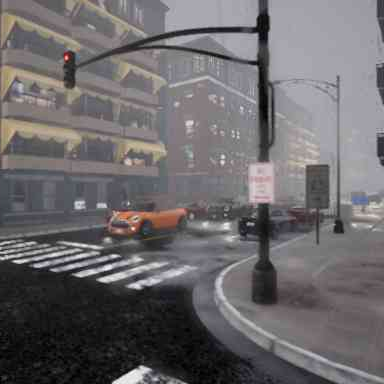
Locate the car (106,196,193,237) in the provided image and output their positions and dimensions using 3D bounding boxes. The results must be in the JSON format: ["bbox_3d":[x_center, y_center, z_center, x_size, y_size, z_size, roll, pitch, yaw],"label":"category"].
[{"bbox_3d":[-2.249,1.264,17.801,2.097,1.767,4.553,0,1,35],"label":"car"}]

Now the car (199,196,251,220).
[{"bbox_3d":[2.837,1.137,25.039,2.097,1.767,4.553,0,1,35],"label":"car"}]

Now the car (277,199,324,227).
[{"bbox_3d":[6.972,1.358,20.830,1.802,1.307,4.206,1,1,35],"label":"car"}]

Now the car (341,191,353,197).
[{"bbox_3d":[35.373,0.514,75.814,1.802,1.307,4.206,1,1,35],"label":"car"}]

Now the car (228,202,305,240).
[{"bbox_3d":[3.769,1.422,16.272,1.947,1.339,4.313,1,1,35],"label":"car"}]

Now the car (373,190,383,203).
[{"bbox_3d":[26.190,0.841,48.174,1.887,1.381,4.507,1,1,35],"label":"car"}]

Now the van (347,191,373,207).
[{"bbox_3d":[19.785,0.797,39.057,1.690,1.788,3.998,1,1,35],"label":"van"}]

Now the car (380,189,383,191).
[{"bbox_3d":[35.800,0.373,61.843,2.192,1.841,5.009,1,1,35],"label":"car"}]

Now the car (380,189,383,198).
[{"bbox_3d":[39.002,0.293,66.400,2.192,1.841,5.009,1,1,35],"label":"car"}]

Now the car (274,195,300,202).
[{"bbox_3d":[9.032,1.231,33.840,1.895,1.301,4.718,0,1,35],"label":"car"}]

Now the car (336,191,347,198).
[{"bbox_3d":[32.170,0.556,71.256,1.887,1.381,4.507,1,1,35],"label":"car"}]

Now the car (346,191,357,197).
[{"bbox_3d":[38.576,0.435,80.372,1.802,1.307,4.206,1,1,35],"label":"car"}]

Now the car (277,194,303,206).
[{"bbox_3d":[12.952,1.055,43.911,1.947,1.339,4.313,1,1,35],"label":"car"}]

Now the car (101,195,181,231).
[{"bbox_3d":[-3.064,1.205,21.119,2.192,1.841,5.009,1,1,35],"label":"car"}]

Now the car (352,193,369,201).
[{"bbox_3d":[28.227,0.804,55.594,1.895,1.301,4.718,0,1,35],"label":"car"}]

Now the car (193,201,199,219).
[{"bbox_3d":[0.139,1.354,25.681,1.887,1.381,4.507,1,1,35],"label":"car"}]
